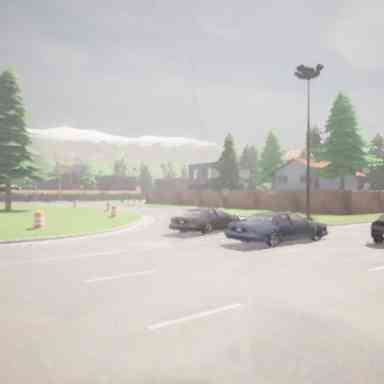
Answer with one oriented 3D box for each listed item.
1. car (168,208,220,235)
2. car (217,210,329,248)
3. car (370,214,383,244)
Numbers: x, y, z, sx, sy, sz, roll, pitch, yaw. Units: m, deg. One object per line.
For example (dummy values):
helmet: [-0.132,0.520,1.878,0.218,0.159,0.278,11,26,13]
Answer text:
car: [0.852,1.607,19.235,2.033,1.411,5.357,0,0,35]
car: [3.977,1.608,15.189,5.357,1.411,2.033,0,0,-35]
car: [10.057,1.591,15.226,4.892,1.490,1.837,0,0,-35]
